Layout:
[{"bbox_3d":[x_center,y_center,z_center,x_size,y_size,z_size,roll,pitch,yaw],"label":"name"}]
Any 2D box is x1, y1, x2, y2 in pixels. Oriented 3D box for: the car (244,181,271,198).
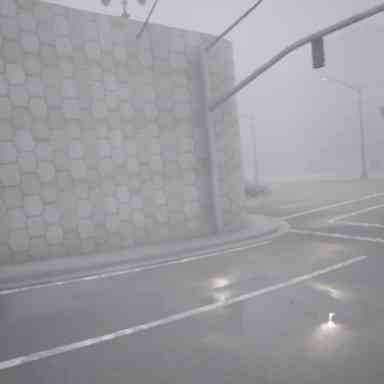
[{"bbox_3d":[5.141,-0.273,31.138,2.128,1.511,4.902,-8,5,-35],"label":"car"}]
